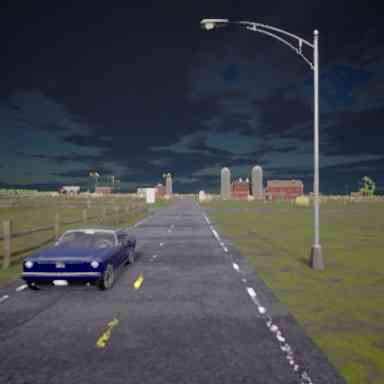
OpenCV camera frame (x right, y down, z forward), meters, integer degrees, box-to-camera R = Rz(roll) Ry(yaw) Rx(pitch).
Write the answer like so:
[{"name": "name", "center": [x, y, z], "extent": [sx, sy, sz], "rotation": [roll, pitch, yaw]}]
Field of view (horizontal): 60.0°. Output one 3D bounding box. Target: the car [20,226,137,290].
[{"name": "car", "center": [-2.852, 1.685, 9.426], "extent": [1.895, 1.301, 4.718], "rotation": [0, -1, 0]}]
